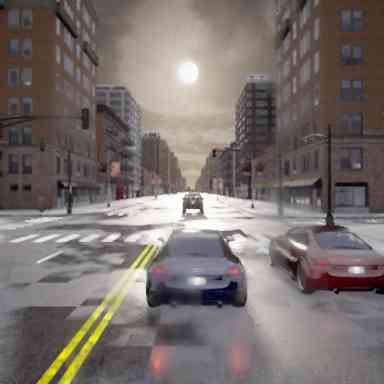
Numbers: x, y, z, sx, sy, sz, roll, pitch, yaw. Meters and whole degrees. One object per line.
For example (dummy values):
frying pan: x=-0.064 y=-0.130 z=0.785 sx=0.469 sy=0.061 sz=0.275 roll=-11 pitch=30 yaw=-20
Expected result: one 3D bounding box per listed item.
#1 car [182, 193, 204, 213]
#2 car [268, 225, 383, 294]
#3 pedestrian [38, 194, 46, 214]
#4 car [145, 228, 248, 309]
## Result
car: x=0.097 y=1.153 z=35.321 sx=2.150 sy=2.045 sz=5.566 roll=0 pitch=0 yaw=0
car: x=3.337 y=1.547 z=8.743 sx=1.994 sy=1.385 sz=4.181 roll=0 pitch=0 yaw=0
pedestrian: x=-14.144 y=1.109 z=31.245 sx=0.375 sy=1.860 sz=0.375 roll=0 pitch=0 yaw=0
car: x=0.087 y=1.549 z=7.924 sx=1.994 sy=1.385 sz=4.181 roll=0 pitch=0 yaw=0
